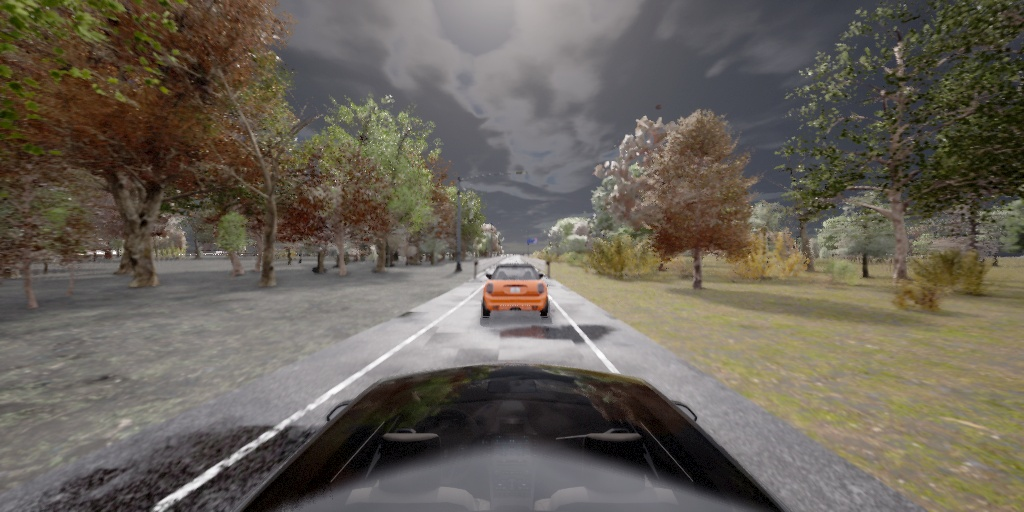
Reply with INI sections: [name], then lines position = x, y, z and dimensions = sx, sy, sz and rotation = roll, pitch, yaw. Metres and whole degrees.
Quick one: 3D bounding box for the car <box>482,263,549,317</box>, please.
[car]
position = 0.102, 1.031, 12.982
dimensions = 2.097, 1.767, 4.553
rotation = 0, 0, 0
